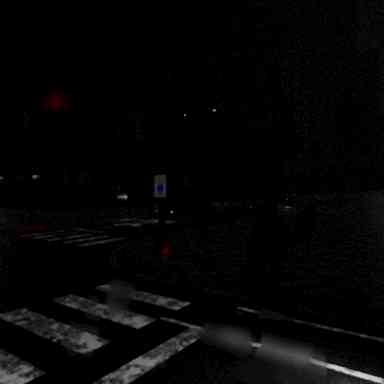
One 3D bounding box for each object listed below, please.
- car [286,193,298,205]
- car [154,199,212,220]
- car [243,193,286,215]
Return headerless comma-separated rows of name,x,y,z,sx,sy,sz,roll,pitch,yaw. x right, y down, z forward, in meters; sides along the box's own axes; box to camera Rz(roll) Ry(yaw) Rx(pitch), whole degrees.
car,12.385,0.903,43.354,1.837,1.490,4.892,0,1,36
car,-0.488,1.240,25.355,2.033,1.411,5.357,0,1,36
car,6.307,1.086,29.395,1.882,1.535,5.008,0,1,36
